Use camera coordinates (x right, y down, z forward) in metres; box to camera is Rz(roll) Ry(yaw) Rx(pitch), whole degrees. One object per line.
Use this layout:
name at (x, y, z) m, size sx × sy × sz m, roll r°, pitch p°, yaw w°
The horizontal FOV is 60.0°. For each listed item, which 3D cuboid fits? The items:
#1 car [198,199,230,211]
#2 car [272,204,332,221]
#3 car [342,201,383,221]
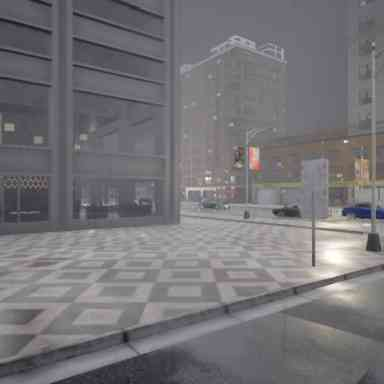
car at (2.779, 1.605, 41.928) m, size 2.128 × 1.511 × 4.902 m, roll 0°, pitch 0°, yaw -36°
car at (9.078, 1.661, 27.641) m, size 1.895 × 1.301 × 4.718 m, roll 0°, pitch 0°, yaw -36°
car at (14.347, 1.519, 25.995) m, size 1.882 × 1.535 × 5.008 m, roll 0°, pitch 0°, yaw -38°
